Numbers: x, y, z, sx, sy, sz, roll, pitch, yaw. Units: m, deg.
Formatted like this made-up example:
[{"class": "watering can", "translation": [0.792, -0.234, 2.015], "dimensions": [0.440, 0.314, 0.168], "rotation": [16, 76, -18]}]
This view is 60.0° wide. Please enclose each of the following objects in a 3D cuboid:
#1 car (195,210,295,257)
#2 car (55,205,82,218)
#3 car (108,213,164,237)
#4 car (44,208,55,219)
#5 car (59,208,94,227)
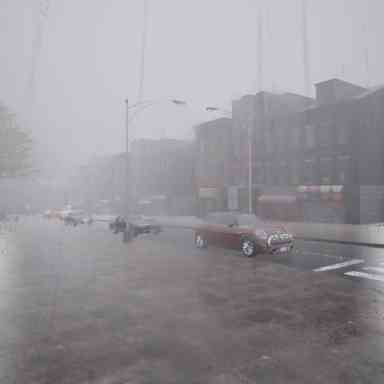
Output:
[{"class": "car", "translation": [2.125, 1.639, 14.362], "dimensions": [2.097, 1.767, 4.553], "rotation": [0, -2, -36]}, {"class": "car", "translation": [-16.589, 2.898, 45.705], "dimensions": [2.150, 2.045, 5.566], "rotation": [0, -2, -35]}, {"class": "car", "translation": [-4.016, 2.201, 22.981], "dimensions": [2.033, 1.411, 5.357], "rotation": [0, -2, -36]}, {"class": "car", "translation": [-22.713, 3.483, 54.297], "dimensions": [2.097, 1.767, 4.553], "rotation": [0, -2, -36]}, {"class": "car", "translation": [-11.389, 2.643, 33.358], "dimensions": [2.128, 1.511, 4.902], "rotation": [0, -2, -35]}]
